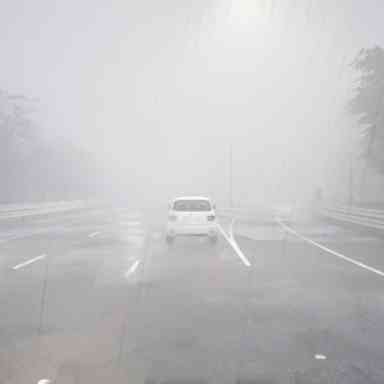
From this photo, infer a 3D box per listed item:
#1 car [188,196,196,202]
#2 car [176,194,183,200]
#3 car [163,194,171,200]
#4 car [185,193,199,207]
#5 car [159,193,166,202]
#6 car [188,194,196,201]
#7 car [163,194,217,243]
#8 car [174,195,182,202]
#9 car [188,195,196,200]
[{"bbox_3d":[-0.019,1.698,83.984,1.994,1.385,4.181,0,0,0],"label":"car"},{"bbox_3d":[-3.521,1.489,94.556,1.882,1.535,5.008,0,0,0],"label":"car"},{"bbox_3d":[-7.021,1.489,94.555,1.882,1.535,5.008,0,0,0],"label":"car"},{"bbox_3d":[-0.013,1.276,54.865,2.150,2.045,5.566,0,0,0],"label":"car"},{"bbox_3d":[-7.018,1.363,84.164,2.150,2.045,5.566,0,0,0],"label":"car"},{"bbox_3d":[-0.019,1.501,85.769,2.097,1.767,4.553,0,0,0],"label":"car"},{"bbox_3d":[-0.004,1.236,16.172,2.150,2.045,5.566,0,0,0],"label":"car"},{"bbox_3d":[-3.519,1.638,84.133,1.837,1.490,4.892,0,0,0],"label":"car"},{"bbox_3d":[-0.021,1.570,94.972,2.033,1.411,5.357,0,0,0],"label":"car"}]
